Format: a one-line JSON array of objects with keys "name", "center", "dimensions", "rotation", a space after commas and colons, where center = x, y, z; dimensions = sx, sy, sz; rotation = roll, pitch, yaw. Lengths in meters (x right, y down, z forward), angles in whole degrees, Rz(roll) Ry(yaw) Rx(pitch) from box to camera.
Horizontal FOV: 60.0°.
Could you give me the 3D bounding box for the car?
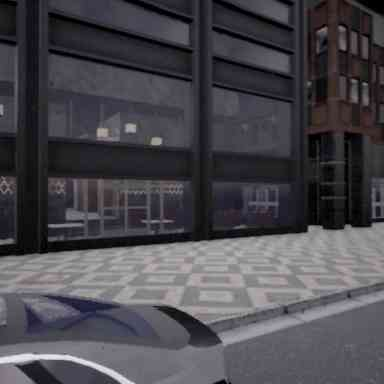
[{"name": "car", "center": [-1.974, 1.516, 1.880], "dimensions": [4.902, 1.511, 2.128], "rotation": [1, -1, -32]}]
